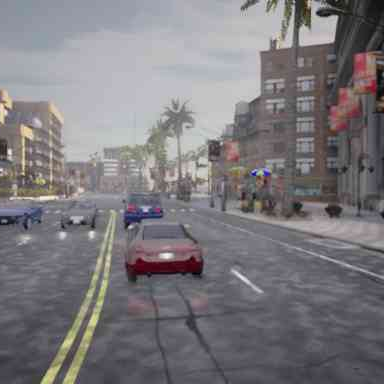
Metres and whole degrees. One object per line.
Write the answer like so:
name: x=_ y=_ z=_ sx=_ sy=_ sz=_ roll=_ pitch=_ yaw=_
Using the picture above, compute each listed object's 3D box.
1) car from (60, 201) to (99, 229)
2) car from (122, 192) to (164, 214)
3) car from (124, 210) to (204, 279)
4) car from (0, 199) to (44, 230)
car: x=-6.675 y=1.302 z=20.143 sx=2.128 sy=1.511 sz=4.902 roll=0 pitch=0 yaw=-12
car: x=-3.016 y=1.027 z=20.216 sx=2.150 sy=2.045 sz=5.566 roll=0 pitch=1 yaw=-12
car: x=-0.943 y=1.468 z=9.873 sx=1.994 sy=1.385 sz=4.181 roll=0 pitch=1 yaw=-10
car: x=-10.118 y=1.206 z=19.507 sx=1.882 sy=1.535 sz=5.008 roll=0 pitch=1 yaw=-12
